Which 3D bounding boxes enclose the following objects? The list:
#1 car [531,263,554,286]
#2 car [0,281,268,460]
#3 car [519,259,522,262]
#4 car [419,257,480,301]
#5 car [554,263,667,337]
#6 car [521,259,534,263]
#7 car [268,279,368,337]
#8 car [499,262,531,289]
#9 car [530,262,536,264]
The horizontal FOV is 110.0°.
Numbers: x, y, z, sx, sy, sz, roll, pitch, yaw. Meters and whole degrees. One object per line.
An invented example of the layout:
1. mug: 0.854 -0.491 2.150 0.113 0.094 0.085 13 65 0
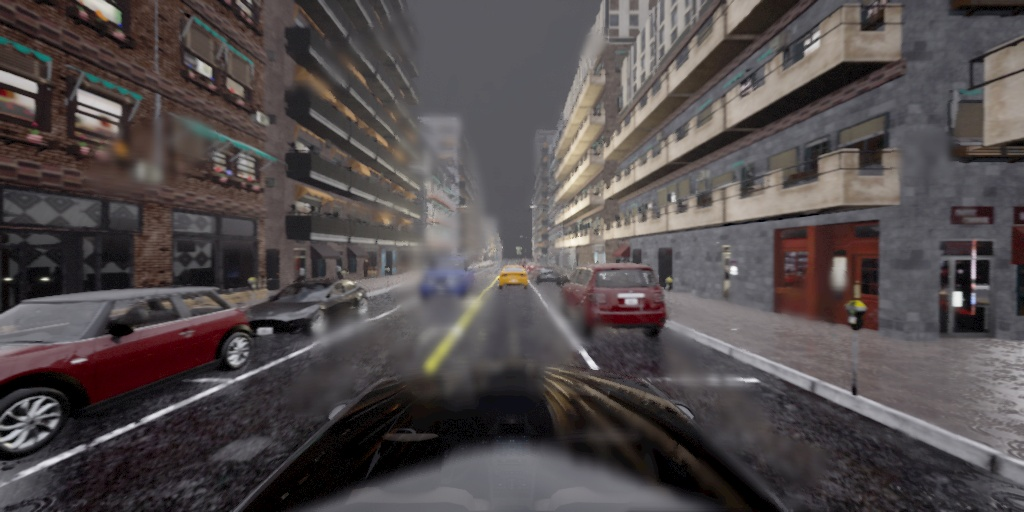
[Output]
1. car: 2.689 1.479 27.415 1.948 1.339 4.313 0 0 0
2. car: -5.691 1.209 4.792 1.967 1.591 4.097 0 0 0
3. car: 2.688 1.449 61.398 2.192 1.841 5.009 0 0 0
4. car: -3.100 1.077 18.416 2.150 2.045 5.566 0 0 0
5. car: 2.689 1.120 10.424 2.192 1.841 5.009 0 0 0
6. car: 2.689 1.499 50.070 1.967 1.591 4.097 0 0 0
7. car: -5.691 1.370 10.456 1.948 1.339 4.313 0 0 0
8. car: 0.097 1.373 24.611 1.882 1.535 5.008 0 0 0
9. car: 2.689 1.532 33.080 1.802 1.307 4.207 0 0 0
